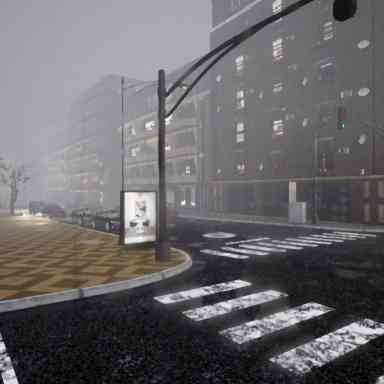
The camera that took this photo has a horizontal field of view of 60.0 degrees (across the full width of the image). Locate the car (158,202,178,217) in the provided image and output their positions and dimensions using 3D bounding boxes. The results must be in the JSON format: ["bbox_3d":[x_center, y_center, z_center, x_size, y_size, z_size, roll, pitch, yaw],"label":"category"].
[{"bbox_3d":[-3.201,1.824,34.466,1.967,1.590,4.097,-2,0,-36],"label":"car"}]

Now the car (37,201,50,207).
[{"bbox_3d":[-34.647,2.735,77.692,1.947,1.339,4.313,-2,0,-36],"label":"car"}]

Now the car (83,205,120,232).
[{"bbox_3d":[-5.619,1.888,23.078,2.008,1.369,4.403,-2,0,-36],"label":"car"}]

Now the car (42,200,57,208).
[{"bbox_3d":[-31.385,2.527,73.180,1.967,1.590,4.097,-2,0,-36],"label":"car"}]

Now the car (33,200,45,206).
[{"bbox_3d":[-37.913,2.796,82.203,1.887,1.381,4.507,-2,0,-36],"label":"car"}]

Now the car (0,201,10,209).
[{"bbox_3d":[-38.171,2.703,68.267,2.008,1.369,4.403,-2,0,-36],"label":"car"}]

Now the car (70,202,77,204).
[{"bbox_3d":[-21.585,2.423,59.647,1.802,1.307,4.206,-2,0,-36],"label":"car"}]

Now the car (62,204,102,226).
[{"bbox_3d":[-8.885,1.969,27.589,2.008,1.369,4.403,-2,0,-36],"label":"car"}]

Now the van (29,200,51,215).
[{"bbox_3d":[-19.884,2.034,42.950,1.690,1.788,3.998,-2,0,-36],"label":"van"}]

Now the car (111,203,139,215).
[{"bbox_3d":[-8.459,2.096,41.648,1.802,1.307,4.206,-2,0,-36],"label":"car"}]

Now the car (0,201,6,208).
[{"bbox_3d":[-44.702,2.861,77.290,1.887,1.381,4.507,-2,0,-36],"label":"car"}]

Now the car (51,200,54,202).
[{"bbox_3d":[-25.430,2.469,60.555,1.994,1.385,4.181,-1,-1,-36],"label":"car"}]

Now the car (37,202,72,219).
[{"bbox_3d":[-14.964,2.115,36.064,1.887,1.381,4.507,-2,0,-36],"label":"car"}]

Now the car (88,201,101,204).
[{"bbox_3d":[-15.054,2.118,50.627,1.967,1.590,4.097,-2,0,-36],"label":"car"}]
